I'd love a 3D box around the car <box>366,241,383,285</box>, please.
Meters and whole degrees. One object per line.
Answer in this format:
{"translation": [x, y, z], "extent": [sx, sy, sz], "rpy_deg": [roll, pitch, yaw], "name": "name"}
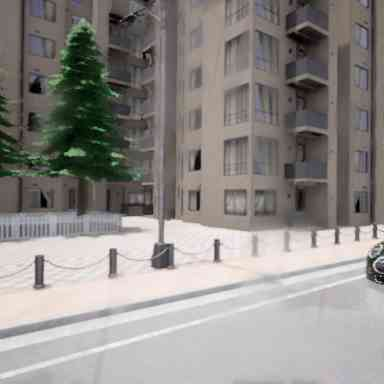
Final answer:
{"translation": [6.541, 1.489, 8.703], "extent": [4.553, 1.767, 2.097], "rpy_deg": [1, -1, -36], "name": "car"}
